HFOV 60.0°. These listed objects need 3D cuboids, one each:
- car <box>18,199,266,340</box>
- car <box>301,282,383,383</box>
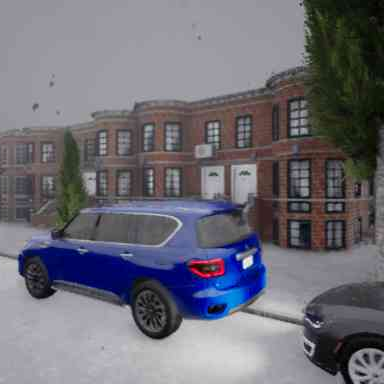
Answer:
[{"bbox_3d":[-1.296,1.203,6.819,5.566,2.045,2.150,0,3,36],"label":"car"},{"bbox_3d":[3.634,1.526,3.346,4.892,1.490,1.837,0,0,36],"label":"car"}]
